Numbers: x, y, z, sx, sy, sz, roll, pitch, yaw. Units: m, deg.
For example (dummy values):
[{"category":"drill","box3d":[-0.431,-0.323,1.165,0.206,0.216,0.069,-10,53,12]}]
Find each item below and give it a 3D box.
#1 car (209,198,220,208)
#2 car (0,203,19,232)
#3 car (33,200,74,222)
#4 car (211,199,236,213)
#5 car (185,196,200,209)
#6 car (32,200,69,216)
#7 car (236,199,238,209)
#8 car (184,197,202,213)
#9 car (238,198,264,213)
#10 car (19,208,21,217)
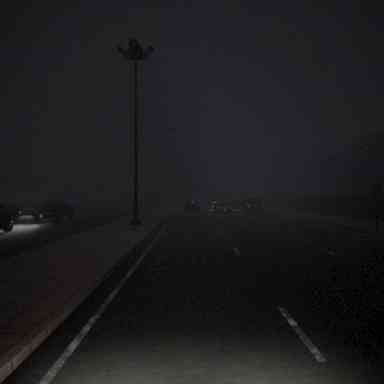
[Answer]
[{"category":"car","box3d":[3.624,1.690,49.065,2.128,1.511,4.902,0,0,0]},{"category":"car","box3d":[-11.592,1.424,17.738,2.097,1.767,4.553,0,0,0]},{"category":"car","box3d":[-11.580,1.605,28.060,2.128,1.511,4.902,0,0,1]},{"category":"car","box3d":[3.562,1.758,38.759,1.895,1.301,4.718,0,0,0]},{"category":"car","box3d":[0.124,1.550,49.055,2.097,1.767,4.553,0,0,0]},{"category":"car","box3d":[-15.020,1.649,35.564,1.837,1.490,4.892,0,0,1]},{"category":"car","box3d":[7.124,1.746,49.046,2.033,1.411,5.357,0,0,0]},{"category":"car","box3d":[0.061,1.648,38.668,2.128,1.511,4.902,0,0,0]},{"category":"car","box3d":[7.064,1.510,39.096,2.097,1.767,4.553,0,0,0]},{"category":"car","box3d":[-15.085,1.595,25.562,2.128,1.511,4.902,0,0,0]}]
